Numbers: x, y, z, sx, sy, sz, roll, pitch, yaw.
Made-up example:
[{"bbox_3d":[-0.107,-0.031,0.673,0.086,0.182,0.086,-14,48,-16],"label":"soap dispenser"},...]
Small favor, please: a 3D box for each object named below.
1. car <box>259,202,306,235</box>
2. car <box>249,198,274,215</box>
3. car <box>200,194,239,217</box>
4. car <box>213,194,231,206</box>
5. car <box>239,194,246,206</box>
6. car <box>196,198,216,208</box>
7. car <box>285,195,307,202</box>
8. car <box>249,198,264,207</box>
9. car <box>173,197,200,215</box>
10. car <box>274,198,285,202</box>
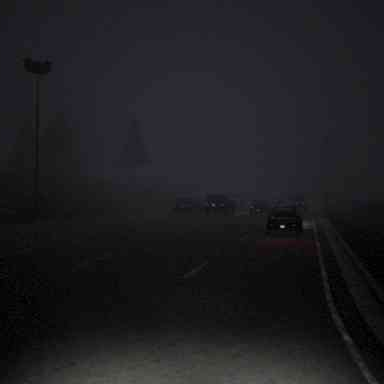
[{"bbox_3d":[5.530,1.596,19.657,2.128,1.511,4.902,1,0,19],"label":"car"},{"bbox_3d":[7.425,1.689,35.776,1.812,1.442,4.674,1,0,19],"label":"car"},{"bbox_3d":[2.884,1.332,33.366,2.150,2.045,5.566,1,0,19],"label":"car"},{"bbox_3d":[5.824,1.436,63.154,2.150,2.045,5.566,1,0,19],"label":"car"},{"bbox_3d":[8.177,1.450,59.260,2.150,2.045,5.566,1,0,19],"label":"car"},{"bbox_3d":[2.315,1.719,53.067,1.994,1.385,4.181,1,0,19],"label":"car"},{"bbox_3d":[13.764,1.466,43.350,2.150,2.045,5.566,1,0,19],"label":"car"},{"bbox_3d":[10.952,1.775,56.594,1.812,1.442,4.674,1,0,19],"label":"car"},{"bbox_3d":[-0.301,1.435,34.863,2.097,1.767,4.553,1,0,19],"label":"car"},{"bbox_3d":[15.428,1.804,58.809,1.837,1.490,4.892,1,0,19],"label":"car"}]
